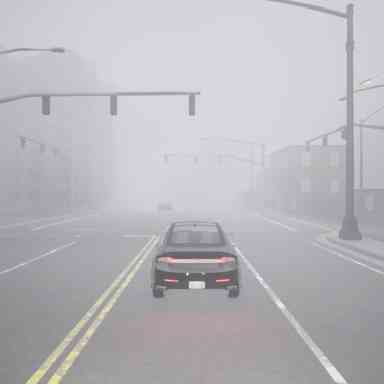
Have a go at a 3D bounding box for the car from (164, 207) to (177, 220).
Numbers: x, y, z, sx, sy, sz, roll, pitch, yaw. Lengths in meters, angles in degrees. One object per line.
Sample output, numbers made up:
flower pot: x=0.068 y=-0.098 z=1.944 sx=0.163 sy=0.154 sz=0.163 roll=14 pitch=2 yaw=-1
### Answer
car: x=-3.606 y=3.615 z=56.107 sx=1.882 sy=1.535 sz=5.008 roll=0 pitch=-12 yaw=0

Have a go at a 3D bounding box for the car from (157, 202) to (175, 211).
car: x=-3.607 y=2.055 z=45.461 sx=1.994 sy=1.385 sz=4.181 roll=0 pitch=-4 yaw=0

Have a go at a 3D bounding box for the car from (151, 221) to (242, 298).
car: x=0.073 y=1.492 z=8.525 sx=2.128 sy=1.511 sz=4.902 roll=0 pitch=0 yaw=0
